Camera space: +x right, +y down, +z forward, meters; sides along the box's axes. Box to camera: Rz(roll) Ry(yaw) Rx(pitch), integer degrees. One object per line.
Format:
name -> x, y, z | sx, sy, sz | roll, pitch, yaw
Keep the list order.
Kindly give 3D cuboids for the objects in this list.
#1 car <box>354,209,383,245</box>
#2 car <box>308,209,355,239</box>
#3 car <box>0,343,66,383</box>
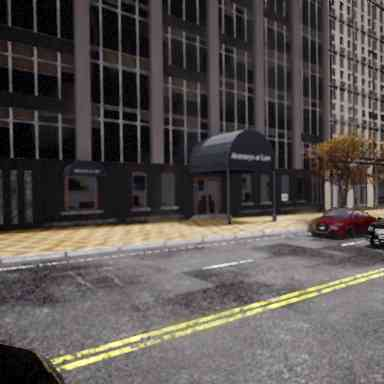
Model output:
car -> 9.483, 1.497, 14.437 | 4.902, 1.511, 2.128 | 0, 0, -35
car -> 7.954, 1.570, 17.338 | 4.181, 1.385, 1.994 | 0, 0, -35
car -> -2.990, 1.504, 1.307 | 4.892, 1.490, 1.837 | 0, 0, -35
